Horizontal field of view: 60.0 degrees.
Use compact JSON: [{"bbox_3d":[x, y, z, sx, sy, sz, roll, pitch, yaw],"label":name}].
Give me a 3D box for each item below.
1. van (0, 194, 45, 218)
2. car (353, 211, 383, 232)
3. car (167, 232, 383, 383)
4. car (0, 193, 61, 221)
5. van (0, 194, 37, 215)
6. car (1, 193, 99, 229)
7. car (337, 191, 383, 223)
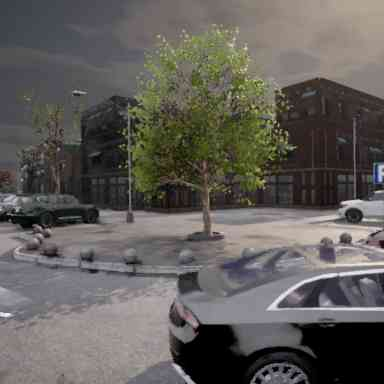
[{"bbox_3d":[-15.947,1.167,30.312,1.878,1.987,4.442,0,0,31],"label":"van"},{"bbox_3d":[7.082,1.376,10.094,4.181,1.385,1.994,-1,1,-35],"label":"car"},{"bbox_3d":[2.158,1.441,4.007,4.902,1.511,2.128,0,2,-2],"label":"car"},{"bbox_3d":[-14.135,1.139,27.895,2.435,2.045,5.566,0,0,31],"label":"car"},{"bbox_3d":[-17.823,1.169,32.600,1.878,1.987,4.442,0,0,31],"label":"van"},{"bbox_3d":[-8.492,1.133,21.086,2.435,2.045,5.566,0,0,31],"label":"car"},{"bbox_3d":[12.090,0.895,20.680,5.566,2.045,2.435,-1,0,32],"label":"car"}]
